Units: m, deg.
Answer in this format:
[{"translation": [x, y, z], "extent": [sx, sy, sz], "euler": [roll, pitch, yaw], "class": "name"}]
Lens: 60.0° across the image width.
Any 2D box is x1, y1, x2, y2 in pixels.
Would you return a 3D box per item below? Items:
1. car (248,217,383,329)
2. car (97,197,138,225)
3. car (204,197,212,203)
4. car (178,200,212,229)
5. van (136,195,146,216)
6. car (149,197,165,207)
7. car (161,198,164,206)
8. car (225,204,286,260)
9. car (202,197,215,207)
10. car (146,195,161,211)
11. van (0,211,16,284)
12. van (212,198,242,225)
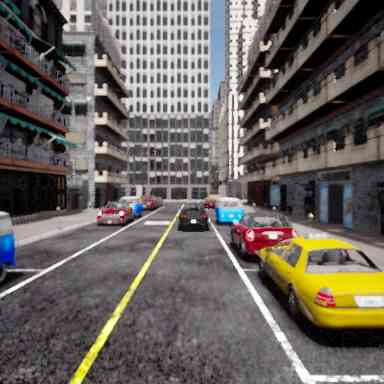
[{"translation": [2.554, 1.517, 7.041], "extent": [1.752, 1.417, 4.829], "euler": [-1, 0, 0], "class": "car"}, {"translation": [-5.333, 1.412, 23.496], "extent": [1.967, 1.590, 4.097], "euler": [-1, 0, 0], "class": "car"}, {"translation": [2.540, 1.486, 45.714], "extent": [1.887, 1.381, 4.507], "euler": [-1, 0, 0], "class": "car"}, {"translation": [0.091, 1.500, 21.176], "extent": [1.812, 1.442, 4.674], "euler": [0, 0, 0], "class": "car"}, {"translation": [-5.337, 1.306, 29.044], "extent": [1.690, 1.788, 3.998], "euler": [-1, 0, 0], "class": "van"}, {"translation": [-5.343, 1.479, 51.241], "extent": [1.887, 1.381, 4.507], "euler": [-1, 0, 0], "class": "car"}, {"translation": [-5.340, 1.508, 45.692], "extent": [1.947, 1.339, 4.313], "euler": [-1, 0, 0], "class": "car"}, {"translation": [2.551, 1.425, 12.420], "extent": [1.967, 1.590, 4.097], "euler": [-1, 0, 0], "class": "car"}, {"translation": [2.537, 1.458, 51.434], "extent": [1.752, 1.417, 4.829], "euler": [-1, 0, 0], "class": "car"}, {"translation": [-5.341, 1.265, 40.143], "extent": [2.192, 1.841, 5.009], "euler": [-1, 0, 0], "class": "car"}, {"translation": [-5.328, 1.334, 6.848], "extent": [1.690, 1.788, 3.998], "euler": [-1, 0, 0], "class": "van"}, {"translation": [2.546, 1.312, 23.518], "extent": [1.690, 1.788, 3.998], "euler": [-1, 0, 0], "class": "van"}]
